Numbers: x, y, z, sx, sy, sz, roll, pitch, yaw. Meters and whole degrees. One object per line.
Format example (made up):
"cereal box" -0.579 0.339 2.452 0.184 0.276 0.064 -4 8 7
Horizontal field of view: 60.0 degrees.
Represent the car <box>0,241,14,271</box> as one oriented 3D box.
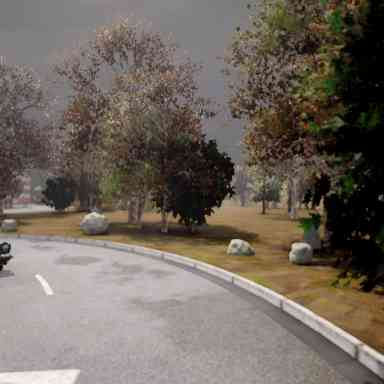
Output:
"car" -7.327 1.657 9.950 4.718 1.301 1.895 -1 -1 36
